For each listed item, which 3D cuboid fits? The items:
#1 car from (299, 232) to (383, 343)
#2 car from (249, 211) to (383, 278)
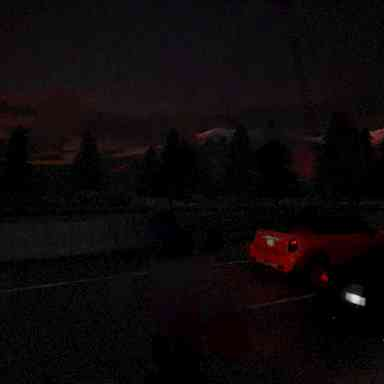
[{"bbox_3d":[4.242,1.567,5.843,4.181,1.385,1.994,0,0,-26],"label":"car"},{"bbox_3d":[3.976,1.344,9.517,4.553,1.767,2.097,0,0,-24],"label":"car"}]
